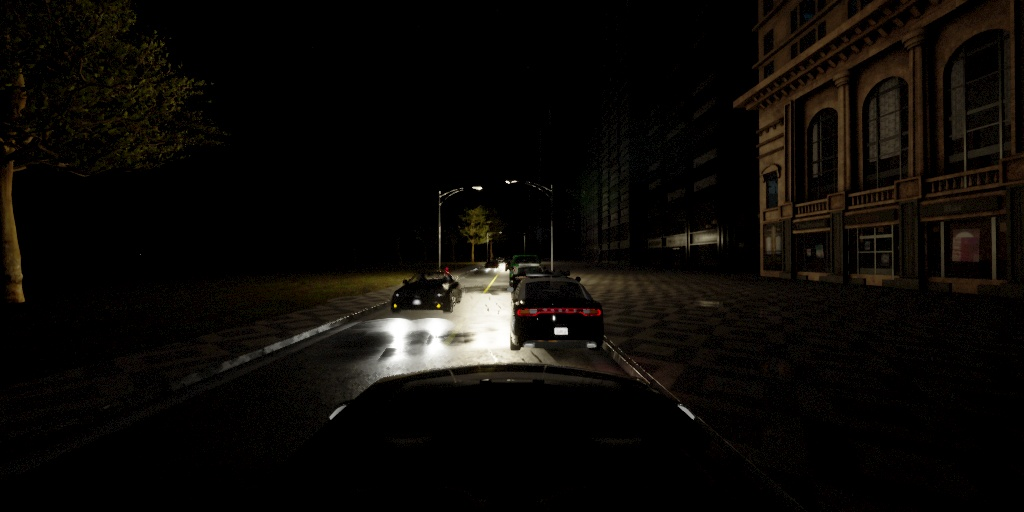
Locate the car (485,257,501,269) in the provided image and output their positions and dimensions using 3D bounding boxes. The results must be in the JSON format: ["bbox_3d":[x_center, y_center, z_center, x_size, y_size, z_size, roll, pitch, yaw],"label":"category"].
[{"bbox_3d":[-3.093,1.252,55.290,1.994,1.385,4.181,0,0,0],"label":"car"}]

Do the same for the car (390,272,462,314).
[{"bbox_3d":[-3.099,1.312,13.666,1.994,1.385,4.181,0,0,0],"label":"car"}]

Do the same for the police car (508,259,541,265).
[{"bbox_3d":[0.900,1.170,19.156,1.930,1.638,5.238,0,0,0],"label":"police car"}]

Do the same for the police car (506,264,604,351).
[{"bbox_3d":[0.900,1.175,9.155,1.930,1.638,5.238,0,0,0],"label":"police car"}]

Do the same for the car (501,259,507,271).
[{"bbox_3d":[0.022,1.253,46.607,2.033,1.411,5.357,0,0,1],"label":"car"}]

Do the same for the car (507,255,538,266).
[{"bbox_3d":[0.897,0.963,25.076,2.150,2.045,5.566,0,0,0],"label":"car"}]
